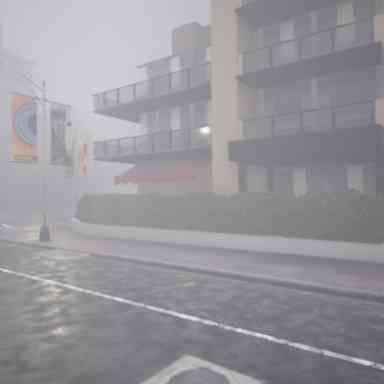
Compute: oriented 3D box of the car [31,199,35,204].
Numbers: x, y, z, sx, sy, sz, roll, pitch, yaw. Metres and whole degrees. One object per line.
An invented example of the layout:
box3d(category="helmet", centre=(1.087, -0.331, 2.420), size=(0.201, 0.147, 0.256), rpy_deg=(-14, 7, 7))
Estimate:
box3d(category="car", centre=(-34.842, 2.306, 71.195), size=(4.892, 1.521, 2.231), rpy_deg=(-1, 0, 35))
